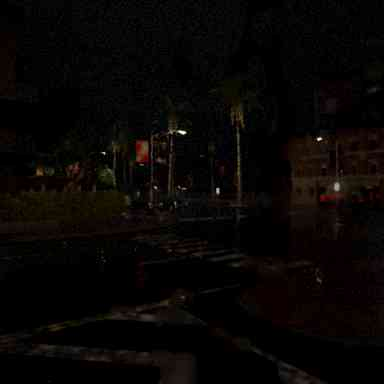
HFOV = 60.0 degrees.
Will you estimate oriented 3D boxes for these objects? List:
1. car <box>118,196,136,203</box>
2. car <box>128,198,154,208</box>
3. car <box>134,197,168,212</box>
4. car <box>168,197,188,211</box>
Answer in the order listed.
[{"bbox_3d":[-13.526,1.566,68.978,1.812,1.442,4.674,0,0,-39],"label":"car"},{"bbox_3d":[-7.552,1.634,48.552,1.895,1.301,4.718,0,0,-35],"label":"car"},{"bbox_3d":[-5.211,1.380,39.135,2.097,1.767,4.553,0,0,-35],"label":"car"},{"bbox_3d":[-2.378,1.385,41.196,2.097,1.767,4.553,0,0,-35],"label":"car"}]
